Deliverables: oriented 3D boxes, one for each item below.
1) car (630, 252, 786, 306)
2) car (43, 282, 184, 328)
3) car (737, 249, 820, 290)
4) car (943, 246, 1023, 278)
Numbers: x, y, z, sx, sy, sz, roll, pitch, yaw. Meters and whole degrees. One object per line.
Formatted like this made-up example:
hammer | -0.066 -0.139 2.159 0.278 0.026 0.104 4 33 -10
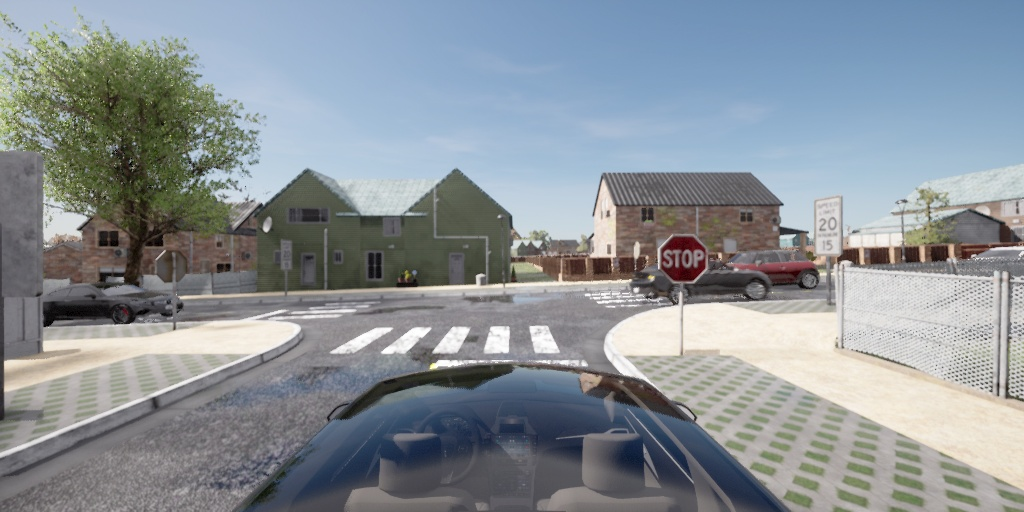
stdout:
car | 6.756 0.849 12.933 4.892 1.490 1.837 -2 -3 -9
car | -14.686 1.672 12.948 4.674 1.442 1.812 -2 0 0
car | 10.558 0.561 15.688 4.553 1.767 2.097 -2 0 -1
car | 21.918 0.324 15.657 4.674 1.442 1.812 -2 0 1
